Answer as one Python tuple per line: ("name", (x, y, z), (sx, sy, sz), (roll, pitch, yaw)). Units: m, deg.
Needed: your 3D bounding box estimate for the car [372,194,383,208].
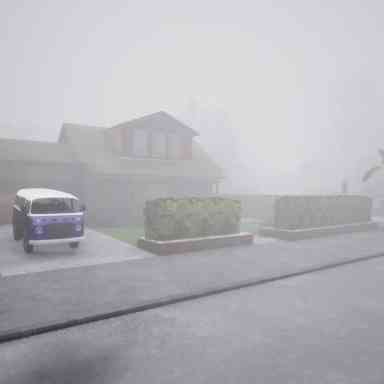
("car", (23.994, 0.986, 40.731), (3.866, 1.878, 1.905), (0, 0, 0))
